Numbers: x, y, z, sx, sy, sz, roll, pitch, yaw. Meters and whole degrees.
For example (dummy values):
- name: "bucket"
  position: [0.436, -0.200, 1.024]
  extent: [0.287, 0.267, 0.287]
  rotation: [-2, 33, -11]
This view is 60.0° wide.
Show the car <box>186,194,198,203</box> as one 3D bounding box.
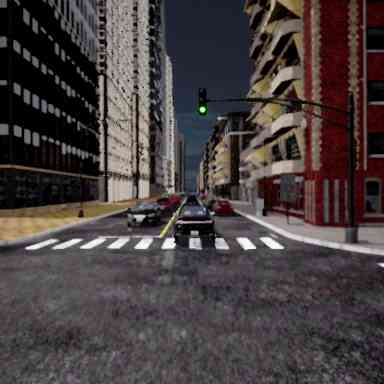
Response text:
- name: "car"
  position: [-0.023, 1.144, 62.079]
  extent: [2.128, 1.511, 4.902]
  rotation: [0, 0, 0]

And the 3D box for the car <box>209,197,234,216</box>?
- name: "car"
  position: [2.729, 1.385, 29.480]
  extent: [1.802, 1.307, 4.206]
  rotation: [0, 0, 0]

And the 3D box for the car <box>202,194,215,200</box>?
- name: "car"
  position: [2.674, 1.285, 42.397]
  extent: [2.008, 1.369, 4.403]
  rotation: [0, 0, 0]

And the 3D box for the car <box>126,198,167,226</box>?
- name: "car"
  position: [-3.110, 1.377, 22.196]
  extent: [2.128, 1.511, 4.902]
  rotation: [0, 0, 0]

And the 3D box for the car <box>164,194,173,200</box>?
- name: "car"
  position: [-5.719, 1.142, 81.934]
  extent: [1.887, 1.381, 4.507]
  rotation: [0, 0, 0]

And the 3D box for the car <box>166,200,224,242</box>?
- name: "car"
  position: [0.100, 1.399, 15.838]
  extent: [2.128, 1.511, 4.902]
  rotation: [0, 1, 0]

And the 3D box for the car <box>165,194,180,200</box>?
- name: "car"
  position: [-3.027, 1.186, 55.763]
  extent: [1.882, 1.535, 5.008]
  rotation: [0, 0, 0]

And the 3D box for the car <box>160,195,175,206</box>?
- name: "car"
  position: [-3.107, 1.339, 35.522]
  extent: [1.812, 1.442, 4.674]
  rotation: [0, 0, 0]

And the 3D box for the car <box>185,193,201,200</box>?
- name: "car"
  position: [-0.020, 1.211, 51.662]
  extent: [1.837, 1.490, 4.892]
  rotation: [0, 0, 0]

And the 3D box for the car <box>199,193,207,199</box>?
- name: "car"
  position: [2.660, 0.976, 81.936]
  extent: [1.967, 1.590, 4.097]
  rotation: [0, 0, 0]

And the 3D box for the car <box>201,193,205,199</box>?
- name: "car"
  position: [2.673, 1.256, 48.045]
  extent: [2.008, 1.369, 4.403]
  rotation: [0, 0, 0]
